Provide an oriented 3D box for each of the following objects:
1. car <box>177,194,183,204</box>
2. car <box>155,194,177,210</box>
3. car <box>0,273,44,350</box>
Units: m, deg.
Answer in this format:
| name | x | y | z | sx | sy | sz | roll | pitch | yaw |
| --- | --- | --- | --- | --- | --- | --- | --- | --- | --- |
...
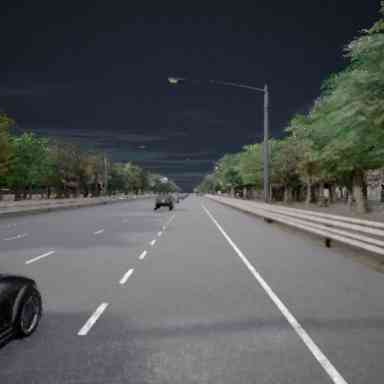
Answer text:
| name | x | y | z | sx | sy | sz | roll | pitch | yaw |
| --- | --- | --- | --- | --- | --- | --- | --- | --- | --- |
| car | -3.411 | 1.605 | 67.861 | 2.033 | 1.411 | 5.357 | 0 | 0 | 0 |
| car | -3.479 | 1.245 | 42.742 | 2.150 | 2.045 | 5.566 | 0 | 0 | 0 |
| car | -3.499 | 1.566 | 3.936 | 1.994 | 1.385 | 4.181 | 0 | 0 | 0 |
